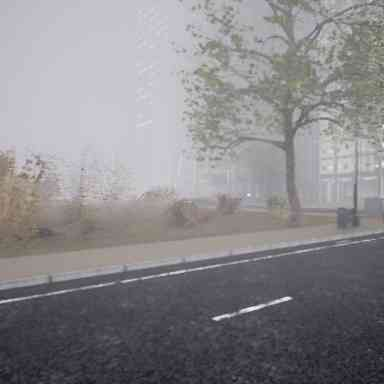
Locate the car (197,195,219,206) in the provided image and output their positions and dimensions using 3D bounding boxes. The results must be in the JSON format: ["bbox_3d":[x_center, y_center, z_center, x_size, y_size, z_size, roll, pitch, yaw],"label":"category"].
[{"bbox_3d":[2.202,1.378,49.015,2.033,1.411,5.357,1,0,-34],"label":"car"}]

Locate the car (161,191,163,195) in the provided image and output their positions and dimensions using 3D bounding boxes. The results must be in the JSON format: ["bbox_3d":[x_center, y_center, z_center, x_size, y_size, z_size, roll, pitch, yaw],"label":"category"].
[{"bbox_3d":[-6.480,0.686,62.173,2.150,2.045,5.566,1,0,-34],"label":"car"}]

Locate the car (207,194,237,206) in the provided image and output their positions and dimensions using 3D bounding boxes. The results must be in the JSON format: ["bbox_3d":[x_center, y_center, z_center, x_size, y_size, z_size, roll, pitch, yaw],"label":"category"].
[{"bbox_3d":[4.576,1.224,51.333,2.097,1.767,4.553,1,0,-34],"label":"car"}]
